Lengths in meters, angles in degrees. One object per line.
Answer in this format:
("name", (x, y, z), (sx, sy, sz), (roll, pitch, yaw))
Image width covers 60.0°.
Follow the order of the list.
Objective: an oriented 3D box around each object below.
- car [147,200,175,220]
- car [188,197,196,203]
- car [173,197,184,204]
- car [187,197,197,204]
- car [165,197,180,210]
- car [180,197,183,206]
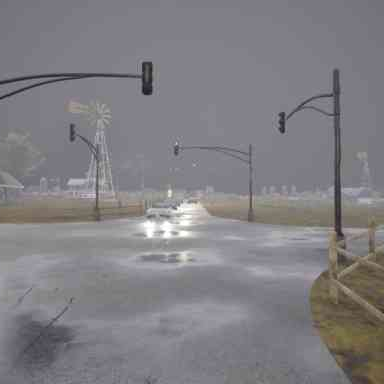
("car", (-2.783, 1.654, 28.981), (1.895, 1.301, 4.718), (0, 0, 0))
("car", (-0.044, 1.861, 79.163), (1.812, 1.442, 4.674), (0, 0, 0))
("car", (-2.791, 1.796, 69.323), (1.994, 1.385, 4.181), (0, 0, 0))
("car", (0.054, 1.789, 69.151), (1.812, 1.442, 4.674), (0, 0, 0))
("car", (-2.872, 1.618, 43.522), (1.837, 1.490, 4.892), (0, 0, 0))
("car", (-2.858, 1.727, 55.873), (2.033, 1.411, 5.357), (0, 0, 0))
